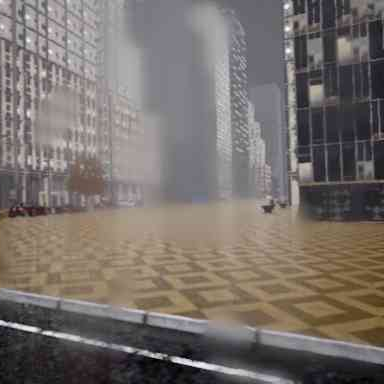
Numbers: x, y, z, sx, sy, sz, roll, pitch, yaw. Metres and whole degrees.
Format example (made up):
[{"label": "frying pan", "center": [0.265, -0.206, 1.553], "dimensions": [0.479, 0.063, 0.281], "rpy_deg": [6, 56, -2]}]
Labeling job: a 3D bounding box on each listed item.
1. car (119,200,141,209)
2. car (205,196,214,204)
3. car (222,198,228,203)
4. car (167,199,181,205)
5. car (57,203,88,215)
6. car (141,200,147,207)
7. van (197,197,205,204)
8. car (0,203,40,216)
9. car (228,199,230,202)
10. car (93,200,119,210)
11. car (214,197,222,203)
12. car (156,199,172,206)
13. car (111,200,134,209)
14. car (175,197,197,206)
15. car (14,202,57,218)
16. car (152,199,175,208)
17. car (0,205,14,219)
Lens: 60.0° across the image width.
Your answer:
[{"label": "car", "center": [-11.369, 2.190, 58.458], "dimensions": [1.812, 1.442, 4.674], "rpy_deg": [-2, -1, 22]}, {"label": "car", "center": [3.073, 2.135, 79.593], "dimensions": [1.967, 1.590, 4.097], "rpy_deg": [-2, -1, 22]}, {"label": "car", "center": [7.362, 2.361, 89.904], "dimensions": [1.947, 1.339, 4.313], "rpy_deg": [-2, -1, 22]}, {"label": "car", "center": [-4.425, 2.526, 82.628], "dimensions": [1.887, 1.381, 4.507], "rpy_deg": [-2, -1, 22]}, {"label": "car", "center": [-13.863, 1.892, 38.252], "dimensions": [1.802, 1.307, 4.206], "rpy_deg": [-2, -1, 22]}, {"label": "car", "center": [-10.764, 2.382, 67.089], "dimensions": [2.008, 1.369, 4.403], "rpy_deg": [-2, -1, 22]}, {"label": "van", "center": [0.944, 1.987, 74.431], "dimensions": [1.690, 1.788, 3.998], "rpy_deg": [-2, -1, 22]}, {"label": "car", "center": [-21.392, 2.117, 41.035], "dimensions": [1.752, 1.417, 4.829], "rpy_deg": [-2, -1, 22]}, {"label": "car", "center": [9.534, 2.375, 95.234], "dimensions": [1.752, 1.417, 4.829], "rpy_deg": [-2, -1, 22]}, {"label": "car", "center": [-14.992, 2.174, 56.732], "dimensions": [1.967, 1.590, 4.097], "rpy_deg": [-2, -1, 22]}, {"label": "car", "center": [5.205, 2.061, 84.756], "dimensions": [2.192, 1.841, 5.009], "rpy_deg": [-2, -1, 22]}, {"label": "car", "center": [-6.541, 2.371, 77.451], "dimensions": [1.967, 1.590, 4.097], "rpy_deg": [-2, -1, 22]}, {"label": "car", "center": [-12.876, 2.327, 61.910], "dimensions": [1.887, 1.381, 4.507], "rpy_deg": [-2, -1, 22]}, {"label": "car", "center": [-1.194, 2.037, 69.271], "dimensions": [1.967, 1.590, 4.097], "rpy_deg": [-2, -1, 22]}, {"label": "car", "center": [-15.976, 1.705, 33.084], "dimensions": [1.967, 1.590, 4.097], "rpy_deg": [-2, -1, 22]}, {"label": "car", "center": [-5.353, 2.025, 59.088], "dimensions": [1.752, 1.417, 4.829], "rpy_deg": [-2, -1, 22]}, {"label": "car", "center": [-18.019, 1.747, 28.069], "dimensions": [1.752, 1.417, 4.829], "rpy_deg": [-2, -1, 22]}]
